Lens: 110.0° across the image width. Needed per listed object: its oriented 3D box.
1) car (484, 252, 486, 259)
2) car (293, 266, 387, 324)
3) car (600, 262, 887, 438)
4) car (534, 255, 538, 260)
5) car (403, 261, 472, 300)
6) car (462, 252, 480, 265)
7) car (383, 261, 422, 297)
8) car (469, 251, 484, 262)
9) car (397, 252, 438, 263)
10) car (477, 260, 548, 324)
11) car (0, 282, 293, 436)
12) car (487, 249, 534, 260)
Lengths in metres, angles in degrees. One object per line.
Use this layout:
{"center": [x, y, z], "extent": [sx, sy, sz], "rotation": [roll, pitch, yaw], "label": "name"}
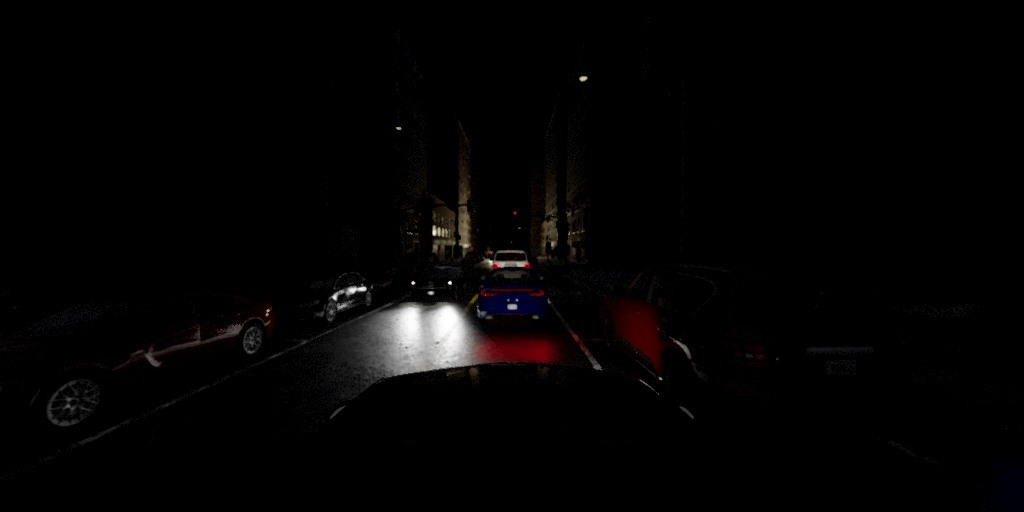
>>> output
{"center": [-5.925, 0.302, 60.307], "extent": [1.888, 1.381, 4.507], "rotation": [0, 0, 0], "label": "car"}
{"center": [-5.708, 1.135, 11.020], "extent": [2.007, 1.370, 4.403], "rotation": [0, 0, 0], "label": "car"}
{"center": [2.842, 0.997, 5.498], "extent": [2.192, 1.841, 5.009], "rotation": [0, 0, 0], "label": "car"}
{"center": [2.650, 0.518, 49.244], "extent": [1.802, 1.307, 4.207], "rotation": [0, 0, 0], "label": "car"}
{"center": [-3.142, 1.096, 16.146], "extent": [1.895, 1.301, 4.718], "rotation": [0, 1, 0], "label": "car"}
{"center": [-5.875, 0.519, 49.179], "extent": [1.802, 1.307, 4.207], "rotation": [0, 0, 0], "label": "car"}
{"center": [-5.732, 1.069, 16.602], "extent": [1.802, 1.307, 4.207], "rotation": [0, 0, 0], "label": "car"}
{"center": [-5.900, 0.161, 54.743], "extent": [2.192, 1.841, 5.009], "rotation": [0, 0, 0], "label": "car"}
{"center": [-5.757, 0.706, 22.183], "extent": [2.192, 1.841, 5.009], "rotation": [0, 0, 0], "label": "car"}
{"center": [0.012, 1.059, 11.251], "extent": [1.882, 1.535, 5.008], "rotation": [0, 1, 0], "label": "car"}
{"center": [-5.683, 1.228, 5.438], "extent": [1.888, 1.381, 4.507], "rotation": [0, 0, 0], "label": "car"}
{"center": [-0.079, 0.635, 20.904], "extent": [2.150, 2.045, 5.566], "rotation": [0, 1, 0], "label": "car"}
